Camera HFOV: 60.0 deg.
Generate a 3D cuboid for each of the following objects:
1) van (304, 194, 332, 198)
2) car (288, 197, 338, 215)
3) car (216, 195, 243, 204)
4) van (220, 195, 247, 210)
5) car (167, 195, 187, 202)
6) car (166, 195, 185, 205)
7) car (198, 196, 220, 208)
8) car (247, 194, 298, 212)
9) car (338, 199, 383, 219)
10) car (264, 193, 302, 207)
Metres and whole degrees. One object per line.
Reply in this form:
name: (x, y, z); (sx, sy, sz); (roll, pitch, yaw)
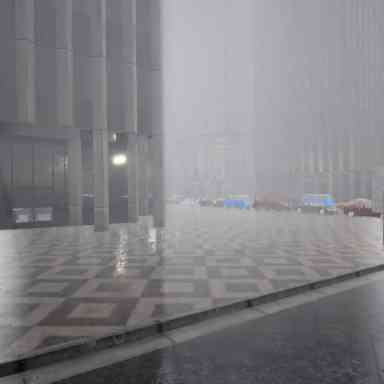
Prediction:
van: (16.057, 1.179, 42.838); (1.690, 1.788, 3.998); (-1, 1, -36)
car: (12.325, 1.549, 33.398); (2.008, 1.369, 4.403); (-1, 1, -36)
car: (6.326, 1.297, 56.466); (1.752, 1.417, 4.829); (-1, 1, -36)
van: (5.896, 1.295, 42.386); (1.690, 1.788, 3.998); (-1, 1, -36)
car: (-3.208, 1.258, 69.815); (2.008, 1.369, 4.403); (-1, 1, -36)
car: (-3.741, 1.440, 55.873); (2.008, 1.369, 4.403); (-1, 1, -36)
car: (2.685, 1.372, 46.881); (1.967, 1.590, 4.097); (-1, 1, -36)
car: (9.110, 1.291, 37.890); (2.192, 1.841, 5.009); (-1, 1, -36)
car: (15.538, 1.567, 28.903); (1.887, 1.381, 4.507); (-1, 1, -36)
car: (12.845, 1.131, 47.334); (2.192, 1.841, 5.009); (-1, 1, -36)
